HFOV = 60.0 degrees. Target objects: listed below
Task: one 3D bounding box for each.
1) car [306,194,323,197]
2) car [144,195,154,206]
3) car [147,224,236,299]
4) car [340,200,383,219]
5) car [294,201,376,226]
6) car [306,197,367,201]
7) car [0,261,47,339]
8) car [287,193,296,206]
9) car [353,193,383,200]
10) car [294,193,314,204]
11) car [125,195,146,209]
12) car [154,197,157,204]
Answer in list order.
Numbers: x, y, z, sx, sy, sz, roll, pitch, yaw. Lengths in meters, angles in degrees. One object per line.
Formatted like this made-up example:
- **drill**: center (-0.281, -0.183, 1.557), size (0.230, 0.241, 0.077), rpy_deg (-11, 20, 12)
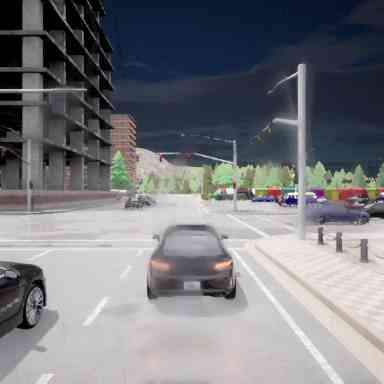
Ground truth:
- **car**: center (20.780, 1.451, 56.339), size (3.806, 1.475, 1.970), rpy_deg (0, 0, 0)
- **car**: center (-8.088, 1.352, 55.754), size (2.097, 1.767, 4.553), rpy_deg (0, 0, 0)
- **car**: center (-0.032, 1.526, 8.308), size (1.812, 1.442, 4.674), rpy_deg (0, 0, -1)
- **car**: center (14.973, 1.581, 27.333), size (4.674, 1.442, 1.812), rpy_deg (0, 0, -1)
- **car**: center (10.075, 1.581, 23.608), size (4.674, 1.442, 1.812), rpy_deg (0, 0, -1)
- **car**: center (12.981, 1.533, 30.835), size (5.008, 1.535, 1.882), rpy_deg (0, 0, -1)
- **car**: center (-3.488, 1.492, 4.029), size (2.128, 1.511, 4.902), rpy_deg (0, 0, 0)
- **car**: center (20.700, 1.209, 61.917), size (4.605, 1.855, 1.932), rpy_deg (0, 0, 0)
- **car**: center (35.730, 1.209, 67.551), size (4.605, 1.855, 1.932), rpy_deg (0, 0, 0)
- **car**: center (20.765, 1.419, 59.234), size (3.905, 1.438, 1.784), rpy_deg (0, 0, 0)
- **car**: center (-7.968, 1.526, 45.675), size (1.812, 1.442, 4.674), rpy_deg (0, 0, 0)
- **car**: center (-8.167, 1.601, 65.857), size (1.895, 1.301, 4.718), rpy_deg (0, 0, 0)
